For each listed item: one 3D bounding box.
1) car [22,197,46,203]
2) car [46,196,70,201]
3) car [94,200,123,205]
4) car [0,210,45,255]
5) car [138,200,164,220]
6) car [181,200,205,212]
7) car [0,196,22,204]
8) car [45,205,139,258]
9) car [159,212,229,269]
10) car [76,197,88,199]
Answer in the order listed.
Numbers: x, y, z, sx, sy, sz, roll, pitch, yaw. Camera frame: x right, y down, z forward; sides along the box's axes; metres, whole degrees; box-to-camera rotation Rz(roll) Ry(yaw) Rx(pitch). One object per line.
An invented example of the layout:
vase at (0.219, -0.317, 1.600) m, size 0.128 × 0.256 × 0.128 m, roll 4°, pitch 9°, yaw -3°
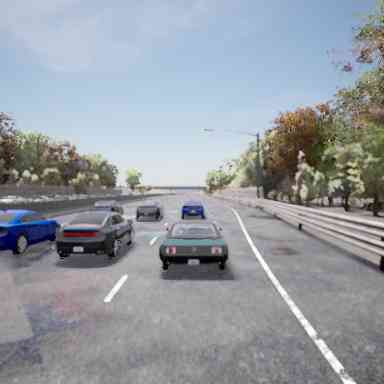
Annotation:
car at (-24.534, 1.480, 52.967) m, size 1.895 × 1.301 × 4.718 m, roll 0°, pitch 0°, yaw 1°
car at (-21.039, 1.383, 53.311) m, size 1.837 × 1.490 × 4.892 m, roll 0°, pitch 0°, yaw 0°
car at (-6.923, 1.419, 27.464) m, size 2.128 × 1.511 × 4.902 m, roll 0°, pitch 0°, yaw 0°
car at (-6.922, 1.440, 13.175) m, size 1.882 × 1.535 × 5.008 m, roll 0°, pitch 0°, yaw 0°
car at (-3.422, 1.419, 27.458) m, size 2.128 × 1.511 × 4.902 m, roll 0°, pitch 0°, yaw 0°
car at (0.085, 1.401, 29.014) m, size 1.882 × 1.535 × 5.008 m, roll 0°, pitch 0°, yaw 0°
car at (-28.037, 1.407, 51.854) m, size 1.812 × 1.442 × 4.674 m, roll 0°, pitch 0°, yaw 0°
car at (-3.424, 1.470, 12.484) m, size 1.837 × 1.490 × 4.892 m, roll 0°, pitch 0°, yaw 0°
car at (0.065, 1.569, 11.020) m, size 1.895 × 1.301 × 4.718 m, roll 0°, pitch 0°, yaw 0°
car at (-17.543, 1.443, 53.592) m, size 1.994 × 1.385 × 4.181 m, roll 0°, pitch 0°, yaw 0°
